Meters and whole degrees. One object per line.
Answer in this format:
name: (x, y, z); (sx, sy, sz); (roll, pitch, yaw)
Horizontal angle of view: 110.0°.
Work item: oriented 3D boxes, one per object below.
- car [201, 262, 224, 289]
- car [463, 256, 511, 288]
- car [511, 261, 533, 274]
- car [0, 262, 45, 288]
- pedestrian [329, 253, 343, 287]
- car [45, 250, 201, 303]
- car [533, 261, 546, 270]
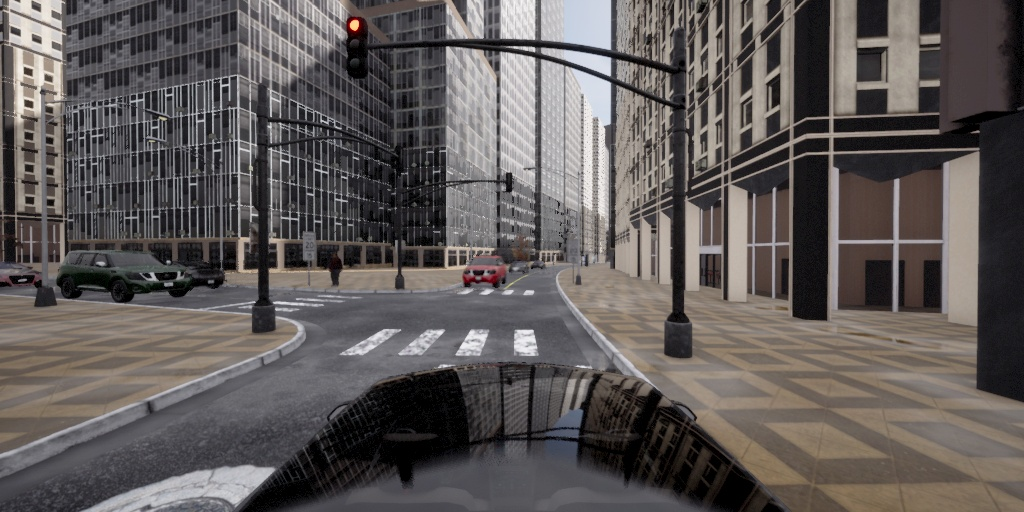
car: (-17.324, 1.005, 18.581); (4.892, 1.490, 1.837); (1, 1, 17)
car: (-1.689, 0.991, 24.228); (2.150, 2.045, 5.566); (0, 0, 7)
car: (0.835, 1.326, 41.999); (2.128, 1.511, 4.902); (0, 0, 10)
car: (-25.803, 0.979, 18.032); (4.181, 1.385, 1.994); (1, 1, 16)
pedestrian: (-9.580, 0.714, 19.439); (0.375, 1.860, 0.375); (0, 0, 16)
car: (-16.617, 0.768, 15.376); (5.566, 2.045, 2.150); (1, 1, 17)
car: (4.310, 1.469, 58.382); (2.033, 1.411, 5.357); (0, 0, 14)
